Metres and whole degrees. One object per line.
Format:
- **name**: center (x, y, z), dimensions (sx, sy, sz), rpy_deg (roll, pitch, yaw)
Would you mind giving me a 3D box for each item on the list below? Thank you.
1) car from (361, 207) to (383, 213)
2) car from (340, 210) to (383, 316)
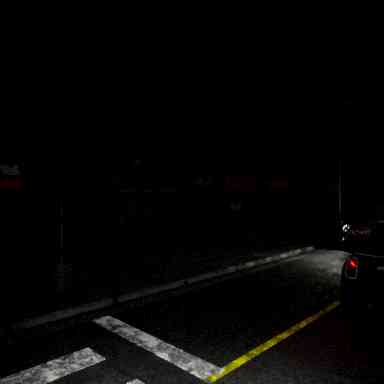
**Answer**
- **car**: center (7.983, 1.423, 13.961), dimensions (2.097, 1.767, 4.553), rpy_deg (-1, 0, 45)
- **car**: center (4.772, 1.379, 6.673), dimensions (2.097, 1.767, 4.553), rpy_deg (-1, -1, 45)
